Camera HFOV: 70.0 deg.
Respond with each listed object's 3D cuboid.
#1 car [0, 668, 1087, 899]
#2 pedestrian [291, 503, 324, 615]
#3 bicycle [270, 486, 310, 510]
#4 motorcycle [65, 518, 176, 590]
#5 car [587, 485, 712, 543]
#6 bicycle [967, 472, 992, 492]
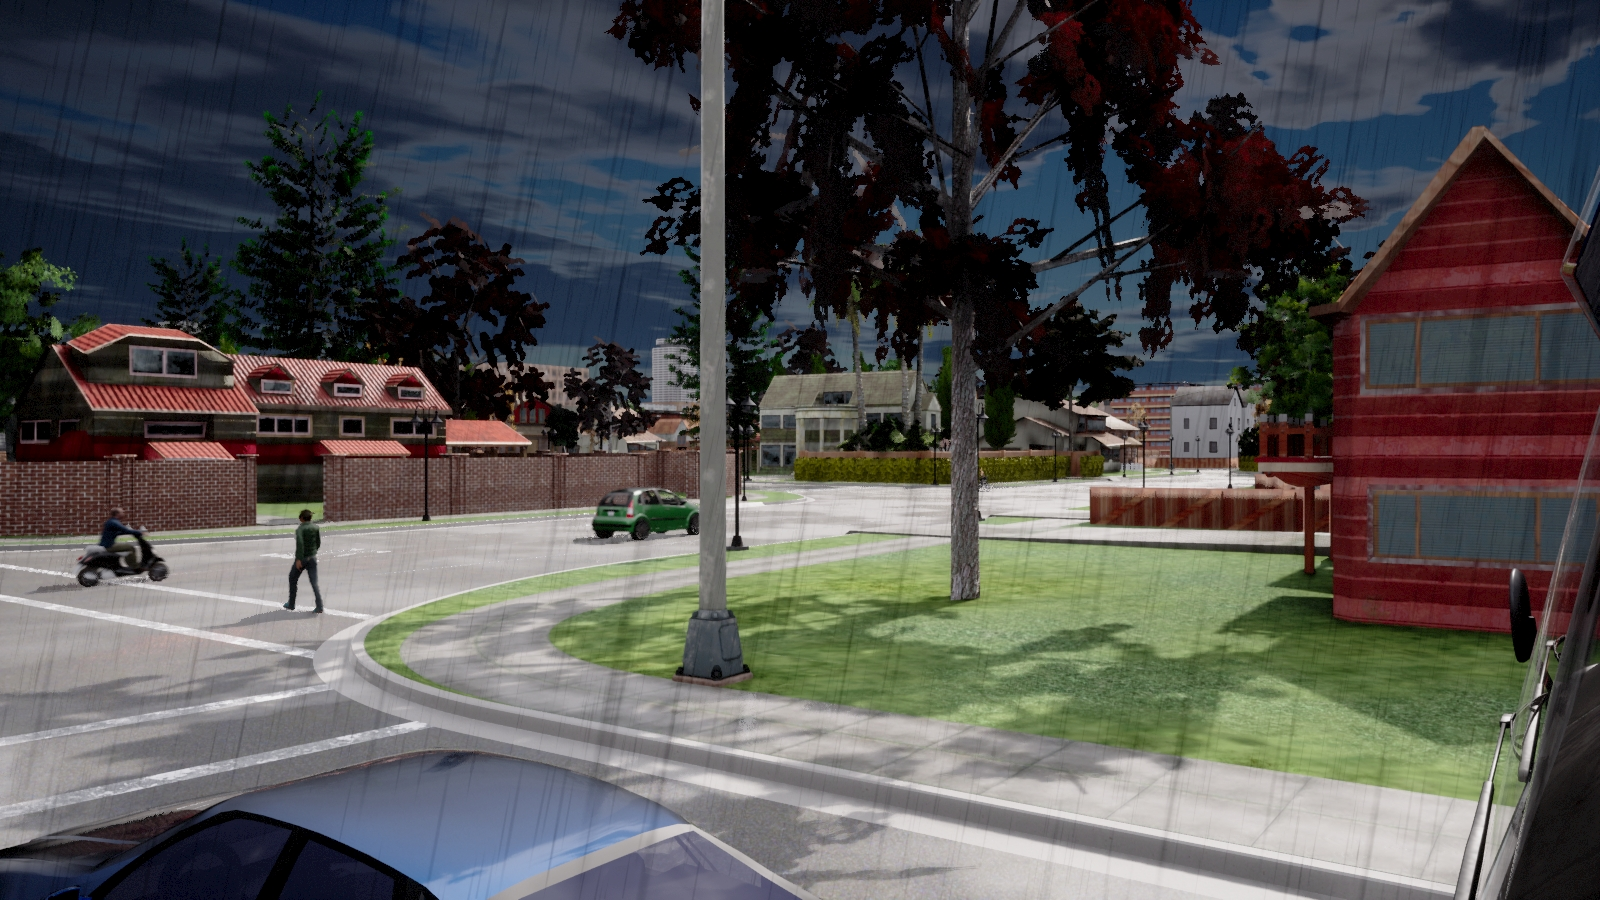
[{"bbox_3d":[-1.713,2.106,4.943,5.357,1.411,2.033,0,0,36],"label":"car"},{"bbox_3d":[-8.387,1.848,19.456,0.375,1.860,0.375,0,0,33],"label":"pedestrian"},{"bbox_3d":[-24.048,2.256,53.923,0.859,1.080,1.487,0,0,34],"label":"bicycle"},{"bbox_3d":[-14.095,2.130,23.726,0.856,1.341,1.805,-1,-1,40],"label":"motorcycle"},{"bbox_3d":[-4.787,1.999,36.808,1.851,1.617,3.988,0,0,34],"label":"car"},{"bbox_3d":[11.743,2.071,74.904,1.487,1.301,0.859,0,-2,-3],"label":"bicycle"}]
